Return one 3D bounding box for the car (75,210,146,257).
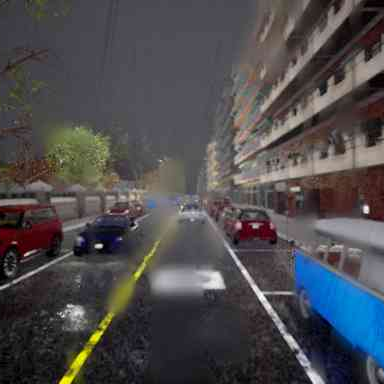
[{"bbox_3d":[-3.095,1.608,13.010,1.994,1.385,4.181,0,0,0],"label":"car"}]

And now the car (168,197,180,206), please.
[{"bbox_3d":[-3.071,1.708,58.114,1.882,1.535,5.008,0,0,1],"label":"car"}]

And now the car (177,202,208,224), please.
[{"bbox_3d":[0.023,1.692,25.716,1.895,1.301,4.718,0,0,1],"label":"car"}]

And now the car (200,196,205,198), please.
[{"bbox_3d":[2.673,1.631,49.737,1.967,1.590,4.097,0,0,0],"label":"car"}]

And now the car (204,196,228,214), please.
[{"bbox_3d":[2.680,1.433,32.848,2.192,1.841,5.009,0,0,0],"label":"car"}]

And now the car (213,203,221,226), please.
[{"bbox_3d":[2.683,1.626,21.587,2.008,1.369,4.403,0,0,0],"label":"car"}]

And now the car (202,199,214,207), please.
[{"bbox_3d":[2.670,1.799,55.367,1.802,1.307,4.206,0,0,0],"label":"car"}]

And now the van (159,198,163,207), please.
[{"bbox_3d":[-5.707,1.532,49.734,1.690,1.788,3.998,0,0,0],"label":"van"}]

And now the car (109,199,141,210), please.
[{"bbox_3d":[-5.699,1.537,27.215,1.967,1.590,4.097,0,0,0],"label":"car"}]

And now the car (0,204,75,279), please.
[{"bbox_3d":[-5.692,1.350,10.324,2.192,1.841,5.009,0,0,0],"label":"car"}]

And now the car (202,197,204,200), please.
[{"bbox_3d":[2.674,1.710,44.107,1.887,1.381,4.507,0,0,0],"label":"car"}]

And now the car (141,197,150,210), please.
[{"bbox_3d":[-5.700,1.559,32.844,1.967,1.590,4.097,0,0,0],"label":"car"}]

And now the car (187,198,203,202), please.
[{"bbox_3d":[0.066,1.764,43.449,1.895,1.301,4.718,0,0,0],"label":"car"}]

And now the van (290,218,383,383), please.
[{"bbox_3d":[2.691,1.356,4.697,1.690,1.788,3.998,0,0,0],"label":"van"}]

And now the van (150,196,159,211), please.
[{"bbox_3d":[-5.705,1.507,44.105,1.690,1.788,3.998,0,0,0],"label":"van"}]

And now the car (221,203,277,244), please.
[{"bbox_3d":[2.686,1.494,15.957,1.967,1.590,4.097,0,0,0],"label":"car"}]

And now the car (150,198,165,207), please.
[{"bbox_3d":[-5.710,1.769,55.363,2.008,1.369,4.403,0,0,0],"label":"car"}]

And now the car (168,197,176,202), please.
[{"bbox_3d":[-5.725,1.989,94.777,1.947,1.339,4.313,0,0,0],"label":"car"}]

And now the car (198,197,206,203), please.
[{"bbox_3d":[2.322,1.853,76.706,1.812,1.442,4.674,0,0,0],"label":"car"}]

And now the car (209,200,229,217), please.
[{"bbox_3d":[2.682,1.641,27.217,1.887,1.381,4.507,0,0,0],"label":"car"}]

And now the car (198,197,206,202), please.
[{"bbox_3d":[2.657,1.943,89.149,2.008,1.369,4.403,0,0,0],"label":"car"}]
